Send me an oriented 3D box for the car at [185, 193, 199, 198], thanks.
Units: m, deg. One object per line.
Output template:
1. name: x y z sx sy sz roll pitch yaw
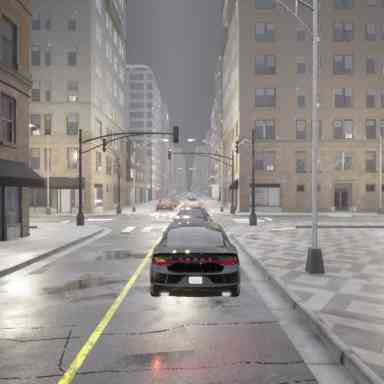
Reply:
1. car: -0.035 1.522 66.348 1.812 1.442 4.674 0 0 0

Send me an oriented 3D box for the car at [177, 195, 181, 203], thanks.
1. car: -3.159 1.544 49.527 2.033 1.411 5.357 0 0 0

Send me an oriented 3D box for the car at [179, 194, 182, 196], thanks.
1. car: -3.179 1.501 59.701 1.837 1.490 4.892 0 0 0

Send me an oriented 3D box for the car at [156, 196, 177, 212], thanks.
1. car: -3.172 1.474 39.796 1.882 1.535 5.008 0 0 -1

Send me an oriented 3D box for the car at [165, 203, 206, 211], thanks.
1. car: 0.073 1.546 18.428 2.033 1.411 5.357 0 0 5

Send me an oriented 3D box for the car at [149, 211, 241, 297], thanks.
1. car: 0.059 1.477 8.618 1.882 1.535 5.008 0 0 0

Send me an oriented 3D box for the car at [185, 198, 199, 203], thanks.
1. car: 0.051 1.598 35.588 1.895 1.301 4.718 0 0 2
